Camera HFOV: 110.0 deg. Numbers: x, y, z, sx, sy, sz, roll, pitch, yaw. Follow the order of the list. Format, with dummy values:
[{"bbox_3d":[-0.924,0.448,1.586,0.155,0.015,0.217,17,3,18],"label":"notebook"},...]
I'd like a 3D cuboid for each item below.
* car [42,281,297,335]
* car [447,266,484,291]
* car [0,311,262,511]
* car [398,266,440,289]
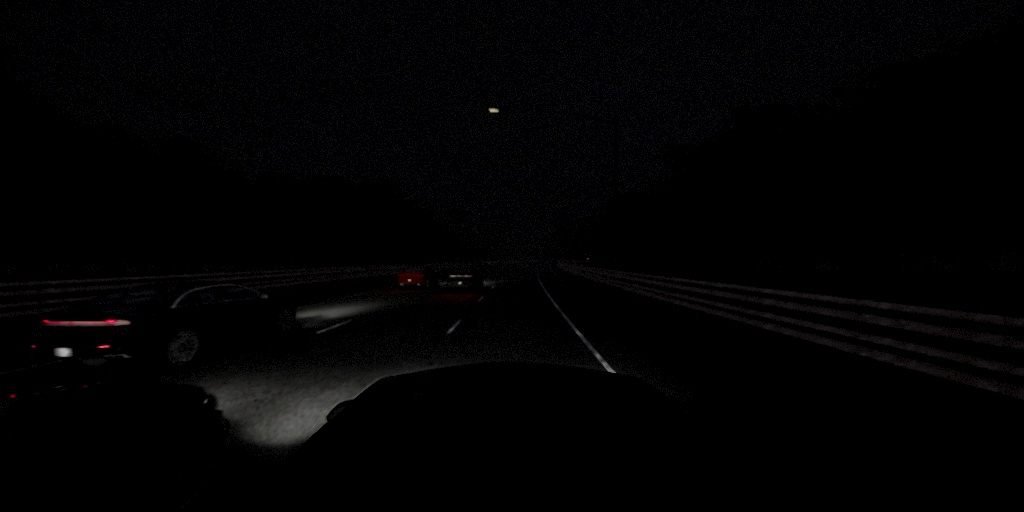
[{"bbox_3d":[-6.852,1.285,7.923,2.128,1.511,4.902,0,-1,1],"label":"car"},{"bbox_3d":[-3.003,1.422,23.699,2.128,1.511,4.902,0,0,2],"label":"car"},{"bbox_3d":[-3.387,1.264,1.188,1.812,1.442,4.674,0,-1,0],"label":"car"},{"bbox_3d":[-6.449,1.413,25.297,1.882,1.535,5.008,0,0,2],"label":"car"}]
